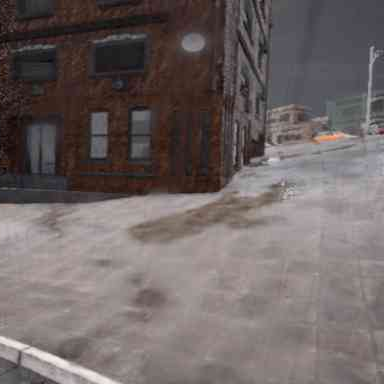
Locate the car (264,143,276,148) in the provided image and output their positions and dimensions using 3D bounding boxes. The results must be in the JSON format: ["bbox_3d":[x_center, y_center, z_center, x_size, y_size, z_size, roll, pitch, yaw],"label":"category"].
[{"bbox_3d":[9.240,-5.671,43.374,2.231,1.521,4.892,1,2,-28],"label":"car"}]

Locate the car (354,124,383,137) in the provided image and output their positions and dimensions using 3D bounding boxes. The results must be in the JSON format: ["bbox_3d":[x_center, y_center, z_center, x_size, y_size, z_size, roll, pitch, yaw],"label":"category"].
[{"bbox_3d":[17.103,-5.151,28.834,2.185,1.767,4.553,1,2,-28],"label":"car"}]

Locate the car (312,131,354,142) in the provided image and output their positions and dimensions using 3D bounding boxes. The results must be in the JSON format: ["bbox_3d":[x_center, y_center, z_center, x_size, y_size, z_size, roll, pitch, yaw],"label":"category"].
[{"bbox_3d":[14.480,-5.370,33.686,2.185,1.767,4.553,1,2,-28],"label":"car"}]
